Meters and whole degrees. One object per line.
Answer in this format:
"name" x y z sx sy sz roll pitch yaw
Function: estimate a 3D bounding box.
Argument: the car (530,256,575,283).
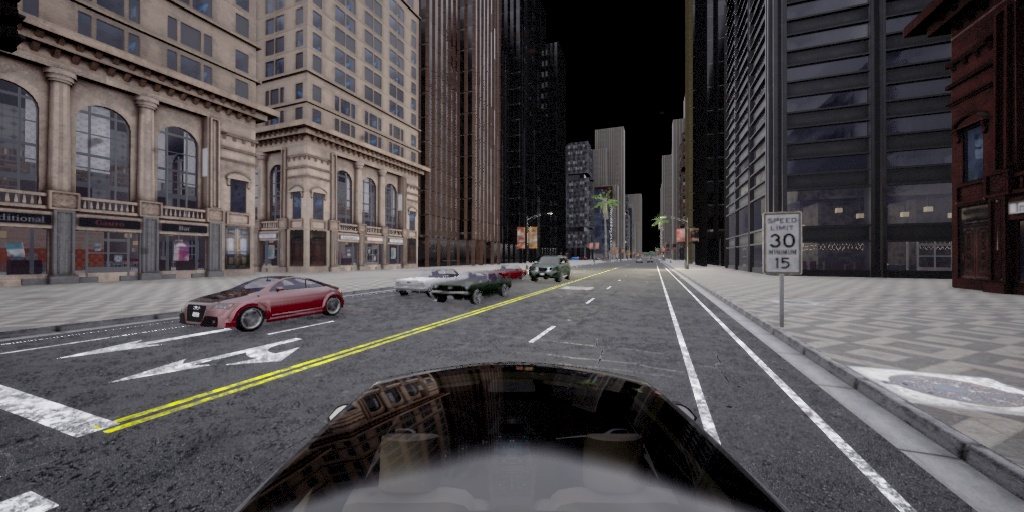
"car" 3.204 0.987 28.762 2.150 2.045 5.566 0 0 21

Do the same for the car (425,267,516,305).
"car" -1.678 1.355 16.470 1.895 1.301 4.718 0 0 22

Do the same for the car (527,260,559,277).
"car" 3.363 1.250 37.884 1.882 1.535 5.008 0 0 22

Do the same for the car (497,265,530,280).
"car" -0.436 1.363 28.411 1.895 1.301 4.718 0 0 22

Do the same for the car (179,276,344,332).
"car" -7.335 1.315 11.006 1.994 1.385 4.181 0 0 22

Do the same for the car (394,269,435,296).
"car" -4.110 1.356 19.152 1.895 1.301 4.718 0 0 22
